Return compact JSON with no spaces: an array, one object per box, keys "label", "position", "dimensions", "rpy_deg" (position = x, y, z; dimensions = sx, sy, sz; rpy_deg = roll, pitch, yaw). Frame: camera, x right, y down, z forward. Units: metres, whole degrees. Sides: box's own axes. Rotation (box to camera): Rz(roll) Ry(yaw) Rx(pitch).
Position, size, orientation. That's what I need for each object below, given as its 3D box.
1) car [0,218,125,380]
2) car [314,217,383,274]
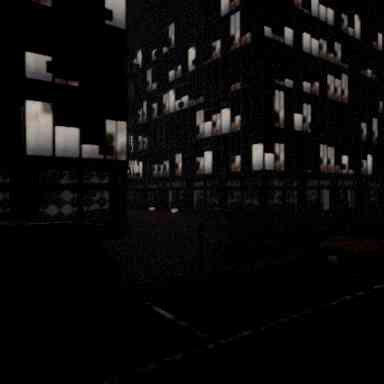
[{"label":"car","position":[-3.273,1.318,3.945],"dimensions":[5.009,1.841,2.192],"rpy_deg":[0,0,-35]},{"label":"car","position":[5.755,1.479,10.428],"dimensions":[4.829,1.417,1.752],"rpy_deg":[0,0,-36]}]
